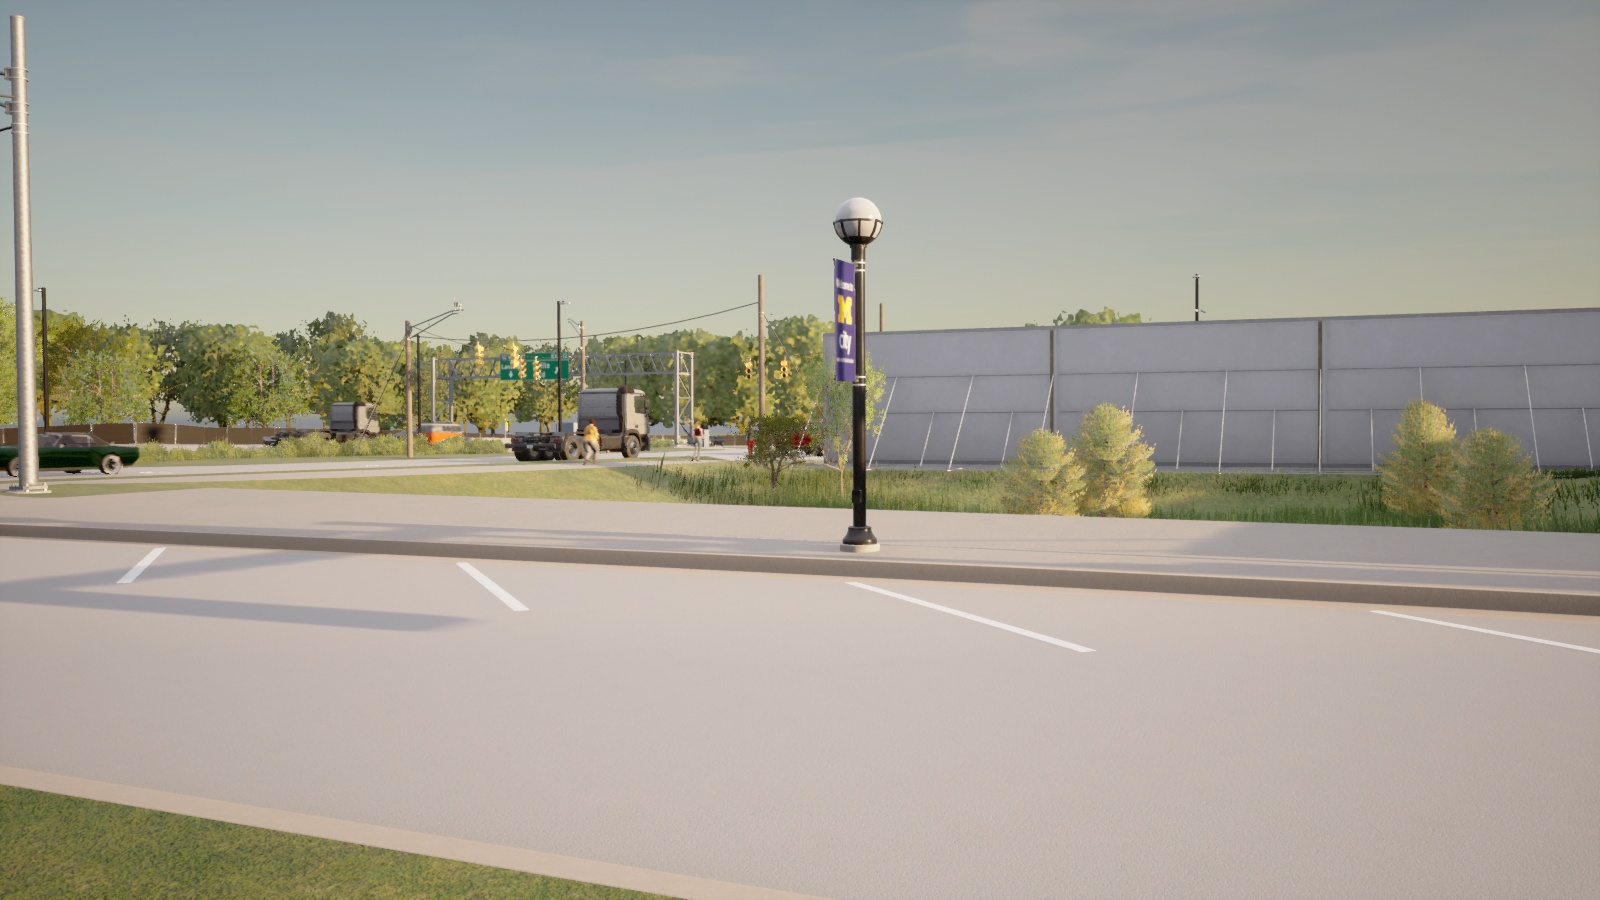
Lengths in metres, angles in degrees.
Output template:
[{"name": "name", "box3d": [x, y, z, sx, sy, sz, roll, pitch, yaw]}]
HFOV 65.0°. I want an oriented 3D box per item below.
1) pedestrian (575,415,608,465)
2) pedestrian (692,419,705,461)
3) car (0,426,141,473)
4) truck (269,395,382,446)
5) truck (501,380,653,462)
[{"name": "pedestrian", "box3d": [-7.890, -0.397, 47.614, 0.874, 1.855, 0.900, 1, 2, 27]}, {"name": "pedestrian", "box3d": [-4.480, -0.450, 55.332, 0.345, 1.836, 0.594, 1, 2, 22]}, {"name": "car", "box3d": [-22.305, -0.034, 37.281, 1.895, 1.301, 4.718, 1, 1, 23]}, {"name": "truck", "box3d": [-33.920, -2.074, 90.088, 2.891, 3.462, 7.936, 1, 0, 23]}, {"name": "truck", "box3d": [-9.986, -1.306, 57.263, 2.891, 3.462, 7.936, 1, 1, 24]}]
